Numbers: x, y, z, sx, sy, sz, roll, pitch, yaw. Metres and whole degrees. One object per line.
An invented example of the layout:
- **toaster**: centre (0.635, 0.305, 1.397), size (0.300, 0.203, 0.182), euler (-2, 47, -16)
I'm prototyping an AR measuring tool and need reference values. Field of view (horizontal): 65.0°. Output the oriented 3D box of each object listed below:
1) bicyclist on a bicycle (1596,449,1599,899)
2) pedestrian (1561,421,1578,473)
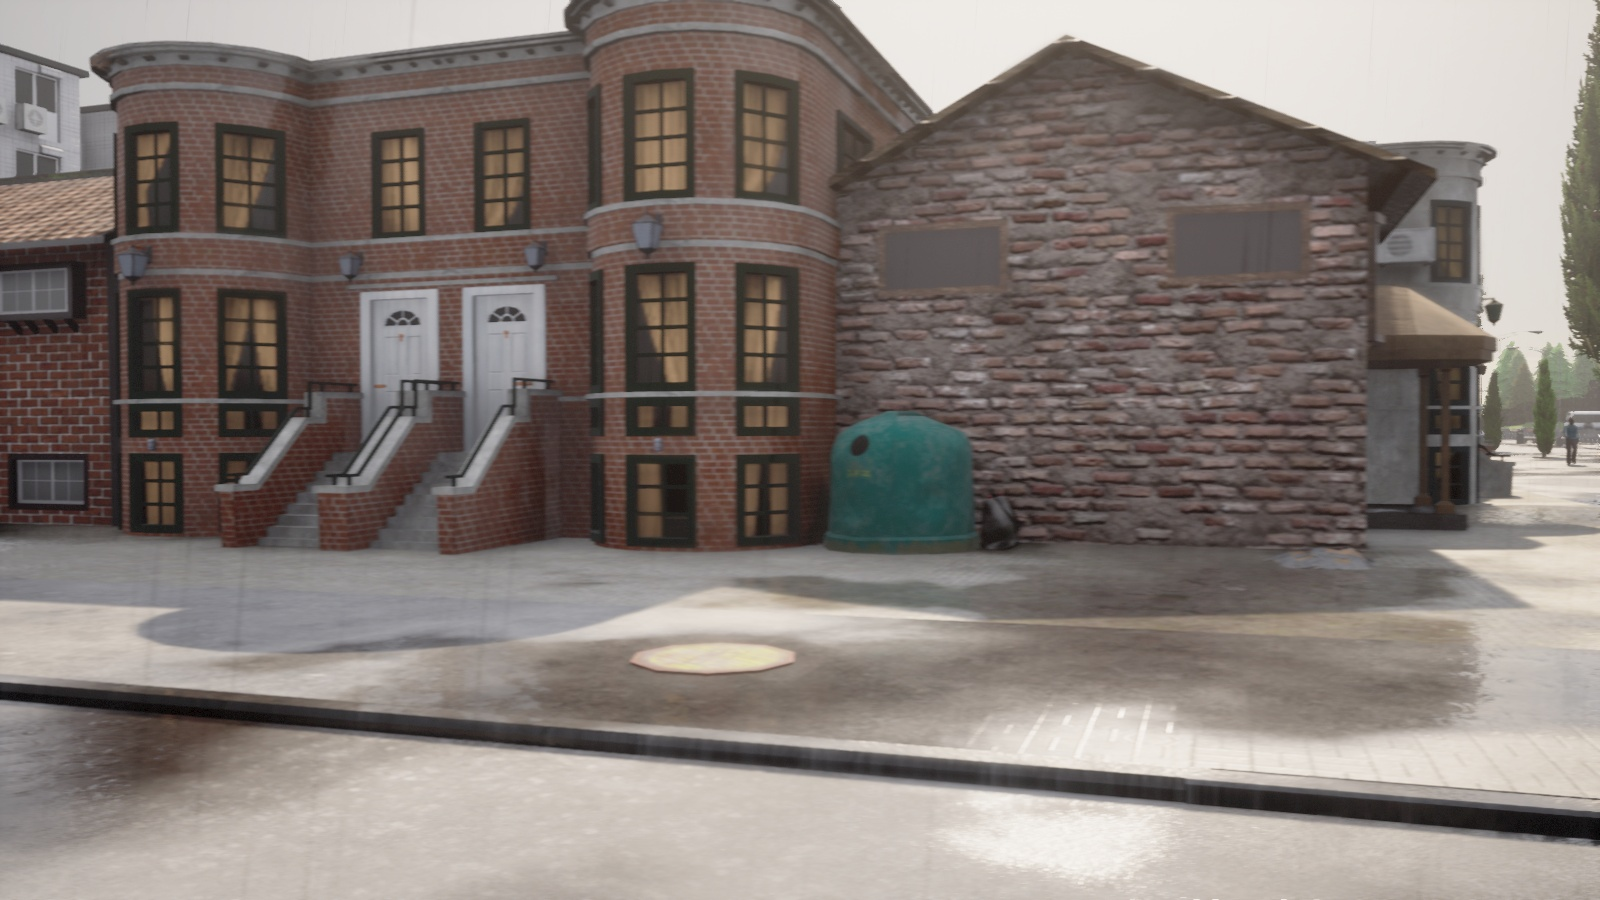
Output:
- **bicyclist on a bicycle**: centre (2.808, 0.745, 2.790), size (1.656, 1.620, 0.582), euler (0, 1, 18)
- **pedestrian**: centre (29.041, -0.122, 47.397), size (0.396, 1.930, 0.692), euler (1, 1, 19)
